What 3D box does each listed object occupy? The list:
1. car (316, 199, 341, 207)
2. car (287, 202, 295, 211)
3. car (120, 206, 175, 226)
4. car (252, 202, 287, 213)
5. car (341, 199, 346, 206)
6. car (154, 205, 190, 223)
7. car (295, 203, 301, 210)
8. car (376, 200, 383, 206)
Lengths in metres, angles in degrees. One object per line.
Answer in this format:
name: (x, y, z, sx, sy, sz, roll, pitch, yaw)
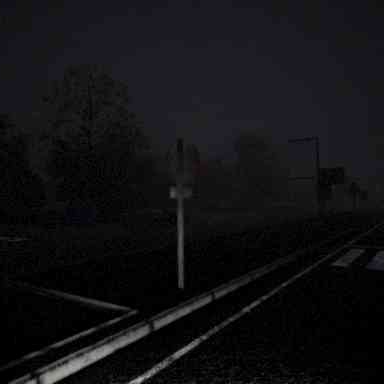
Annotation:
car: (33.537, 2.877, 82.679, 5.008, 1.535, 2.097, -2, -2, 35)
car: (13.487, 2.468, 54.107, 4.892, 1.521, 2.231, -2, -2, 35)
car: (-4.162, 2.152, 28.889, 4.674, 1.452, 2.002, -2, -2, 35)
car: (11.604, 2.469, 51.426, 4.674, 1.452, 2.002, -2, -2, 35)
car: (36.726, 2.962, 87.243, 5.008, 1.535, 2.097, -2, -2, 35)
car: (-2.403, 2.023, 31.529, 4.553, 1.767, 2.185, -2, -2, 35)
car: (15.358, 2.505, 56.792, 5.008, 1.535, 2.097, -2, -2, 35)
car: (45.831, 2.569, 77.435, 4.892, 1.521, 2.231, -2, -2, 35)
